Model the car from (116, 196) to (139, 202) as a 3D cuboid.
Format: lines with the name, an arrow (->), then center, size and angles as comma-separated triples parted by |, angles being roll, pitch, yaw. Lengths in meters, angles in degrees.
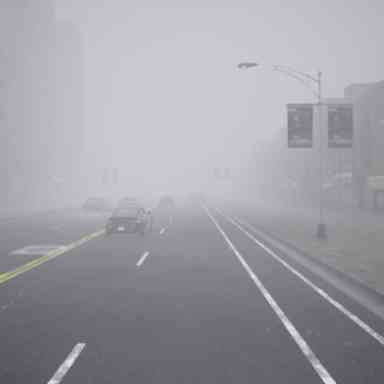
car -> -6.600, 1.242, 34.612 | 1.837, 1.490, 4.892 | 0, 1, 0

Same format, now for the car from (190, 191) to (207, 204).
car -> 1.121, 0.915, 50.872 | 2.097, 1.767, 4.553 | 0, 1, 0

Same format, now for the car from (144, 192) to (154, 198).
car -> -9.774, 0.643, 75.525 | 1.812, 1.442, 4.674 | 0, 1, 0

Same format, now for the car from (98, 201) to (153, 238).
car -> -3.156, 1.438, 17.139 | 1.812, 1.442, 4.674 | 0, 1, 0

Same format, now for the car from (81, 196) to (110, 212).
car -> -9.852, 1.218, 34.328 | 1.882, 1.535, 5.008 | 0, 1, 0

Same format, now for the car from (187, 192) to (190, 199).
car -> -0.021, 0.743, 69.706 | 1.837, 1.490, 4.892 | 0, 1, 0

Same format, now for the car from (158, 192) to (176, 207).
car -> -3.162, 1.155, 43.028 | 1.837, 1.490, 4.892 | 0, 1, 0

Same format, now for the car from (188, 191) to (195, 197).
car -> -0.027, 0.550, 87.695 | 1.837, 1.490, 4.892 | 0, 0, 0
